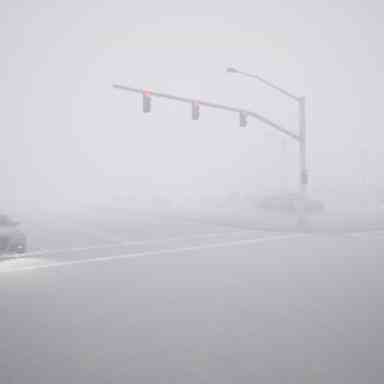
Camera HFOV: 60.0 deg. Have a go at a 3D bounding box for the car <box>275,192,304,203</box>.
[{"bbox_3d":[17.270,0.999,59.091,1.932,1.855,4.605,0,0,-35],"label":"car"}]

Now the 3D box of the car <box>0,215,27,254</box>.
[{"bbox_3d":[-7.599,1.566,12.580,1.994,1.385,4.181,0,0,-35],"label":"car"}]

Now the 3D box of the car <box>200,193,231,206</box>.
[{"bbox_3d":[3.468,1.296,49.343,1.970,1.475,3.806,0,0,-35],"label":"car"}]

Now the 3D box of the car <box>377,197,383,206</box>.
[{"bbox_3d":[27.317,1.001,44.738,1.905,1.878,3.866,0,0,-35],"label":"car"}]

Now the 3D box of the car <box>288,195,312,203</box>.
[{"bbox_3d":[19.682,1.200,60.697,1.784,1.438,3.905,0,0,-35],"label":"car"}]

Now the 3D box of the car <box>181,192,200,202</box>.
[{"bbox_3d":[-0.449,1.277,65.028,1.970,1.475,3.806,0,0,-35],"label":"car"}]

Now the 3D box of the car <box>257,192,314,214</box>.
[{"bbox_3d":[8.845,1.072,31.860,1.932,1.855,4.605,0,0,-35],"label":"car"}]

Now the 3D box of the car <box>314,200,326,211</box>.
[{"bbox_3d":[11.249,1.065,33.473,1.905,1.878,3.866,0,0,-35],"label":"car"}]
